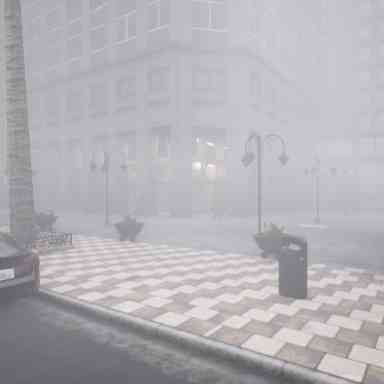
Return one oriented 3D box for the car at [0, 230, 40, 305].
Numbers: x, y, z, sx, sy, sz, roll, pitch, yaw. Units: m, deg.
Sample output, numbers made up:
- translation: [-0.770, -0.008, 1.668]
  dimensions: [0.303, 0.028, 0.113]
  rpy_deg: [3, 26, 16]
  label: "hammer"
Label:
- translation: [-5.249, 1.513, 7.203]
  dimensions: [4.786, 1.482, 2.161]
  rpy_deg: [0, 0, 35]
  label: "car"
